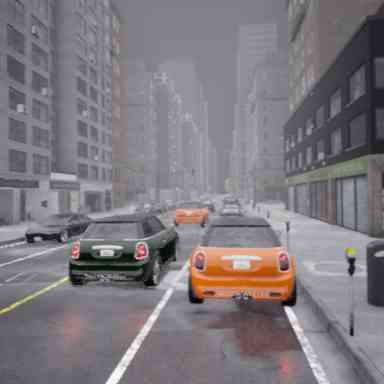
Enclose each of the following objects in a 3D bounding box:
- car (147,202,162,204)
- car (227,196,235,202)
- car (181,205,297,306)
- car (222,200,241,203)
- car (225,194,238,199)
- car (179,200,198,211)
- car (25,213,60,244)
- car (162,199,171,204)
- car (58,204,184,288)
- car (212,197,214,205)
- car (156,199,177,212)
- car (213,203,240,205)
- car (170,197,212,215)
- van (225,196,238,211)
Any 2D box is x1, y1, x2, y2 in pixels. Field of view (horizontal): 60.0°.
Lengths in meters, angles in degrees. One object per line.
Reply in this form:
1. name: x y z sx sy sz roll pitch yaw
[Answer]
1. car: -4.632 1.819 33.484 1.802 1.307 4.206 -1 0 7
2. car: 10.118 1.780 87.051 1.967 1.590 4.097 -1 0 6
3. car: 1.175 1.380 8.304 2.097 1.767 4.553 -1 0 7
4. car: 3.172 1.648 26.989 2.008 1.369 4.403 -1 0 7
5. car: 4.490 1.451 37.959 2.192 1.841 5.009 -1 0 7
6. car: -0.461 1.810 45.954 1.994 1.385 4.181 -1 0 7
7. car: -6.614 1.745 17.028 1.947 1.339 4.313 -1 0 7
8. car: -3.971 1.822 38.970 1.947 1.339 4.313 -1 0 7
9. car: -1.689 1.426 9.731 2.097 1.767 4.553 -1 0 7
10. car: 1.782 1.706 39.351 1.812 1.442 4.674 -1 0 7
11. car: -3.312 1.716 44.456 1.967 1.590 4.097 -1 0 7
12. car: 2.512 1.628 21.505 2.008 1.369 4.403 -1 0 7
13. car: 0.041 1.477 24.081 2.097 1.767 4.553 -1 0 7
14. van: 5.151 1.497 43.442 1.690 1.788 3.998 -1 0 7
